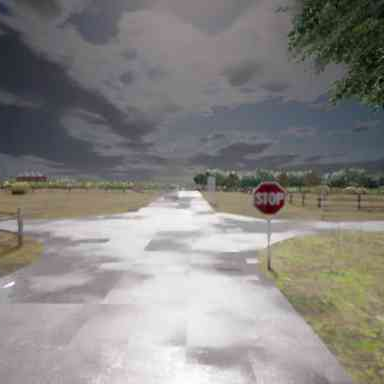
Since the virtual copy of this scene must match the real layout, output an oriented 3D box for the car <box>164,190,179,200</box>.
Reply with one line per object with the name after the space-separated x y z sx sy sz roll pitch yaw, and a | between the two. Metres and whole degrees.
-2.808 0.420 45.568 1.895 1.301 4.718 0 2 0 | car
